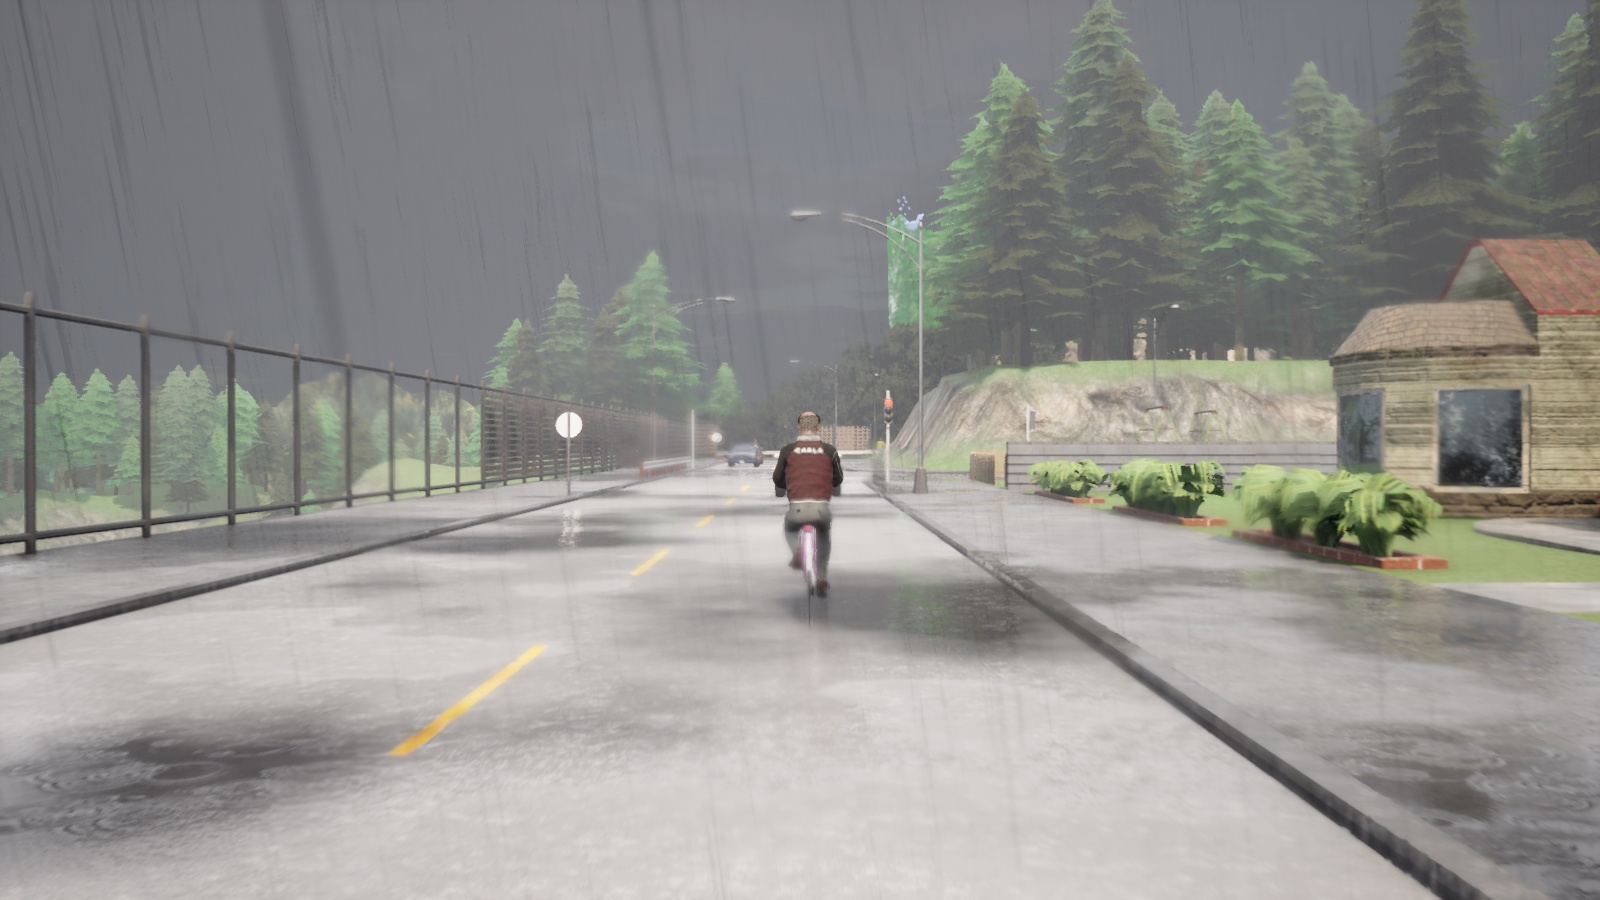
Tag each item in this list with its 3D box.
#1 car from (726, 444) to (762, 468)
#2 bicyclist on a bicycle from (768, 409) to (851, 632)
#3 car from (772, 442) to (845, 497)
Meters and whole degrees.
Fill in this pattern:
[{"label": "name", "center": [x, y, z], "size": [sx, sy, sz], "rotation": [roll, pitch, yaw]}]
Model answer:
[{"label": "car", "center": [-3.475, 0.348, 78.698], "size": [2.033, 1.411, 5.357], "rotation": [0, 0, 0]}, {"label": "bicyclist on a bicycle", "center": [0.078, 0.556, 10.920], "size": [0.659, 1.776, 1.843], "rotation": [0, 1, 0]}, {"label": "car", "center": [0.230, 0.511, 35.661], "size": [1.970, 1.475, 3.806], "rotation": [0, 0, 0]}]
